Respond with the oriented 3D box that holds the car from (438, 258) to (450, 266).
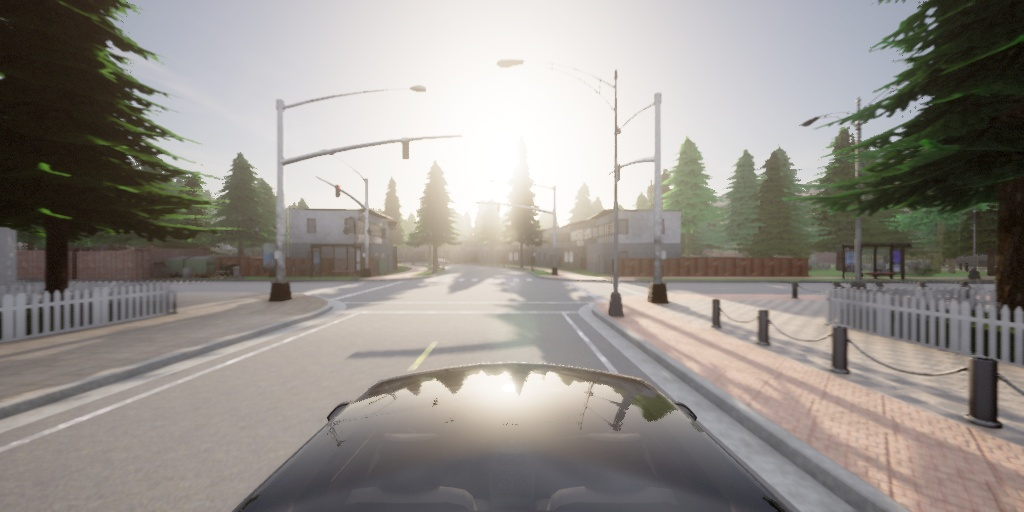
[{"bbox_3d":[-12.392,1.043,62.982,1.812,1.442,4.674,0,1,-31],"label":"car"}]
